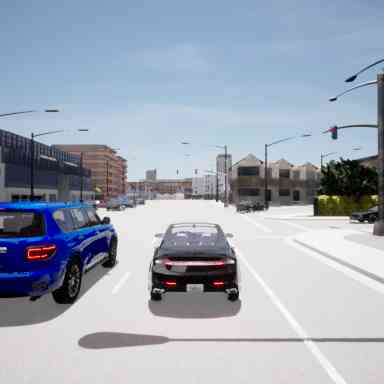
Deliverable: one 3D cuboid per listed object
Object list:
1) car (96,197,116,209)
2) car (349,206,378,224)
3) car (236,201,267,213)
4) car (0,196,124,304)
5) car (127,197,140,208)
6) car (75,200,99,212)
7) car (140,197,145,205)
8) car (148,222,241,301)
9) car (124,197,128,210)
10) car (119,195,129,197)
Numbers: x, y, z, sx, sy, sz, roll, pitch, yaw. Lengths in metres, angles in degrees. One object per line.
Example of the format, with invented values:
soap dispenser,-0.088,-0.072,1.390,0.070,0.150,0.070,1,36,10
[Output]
car,-14.169,1.787,55.150,2.097,1.767,4.553,0,0,0
car,15.061,1.686,25.499,5.357,1.411,2.033,0,-1,0
car,7.531,1.856,41.828,4.892,1.490,1.837,1,-1,-43
car,-3.446,1.239,8.320,2.150,2.045,5.566,0,0,0
car,-10.673,1.974,56.493,2.033,1.411,5.357,0,0,0
car,-14.179,1.872,45.364,1.837,1.490,4.892,0,0,-1
car,-10.617,1.846,67.208,2.128,1.511,4.902,0,1,0
car,0.055,1.506,8.365,2.128,1.511,4.902,0,0,0
car,-10.670,1.883,46.719,1.837,1.490,4.892,0,0,0
car,-14.107,1.562,68.153,2.150,2.045,5.566,0,1,0
